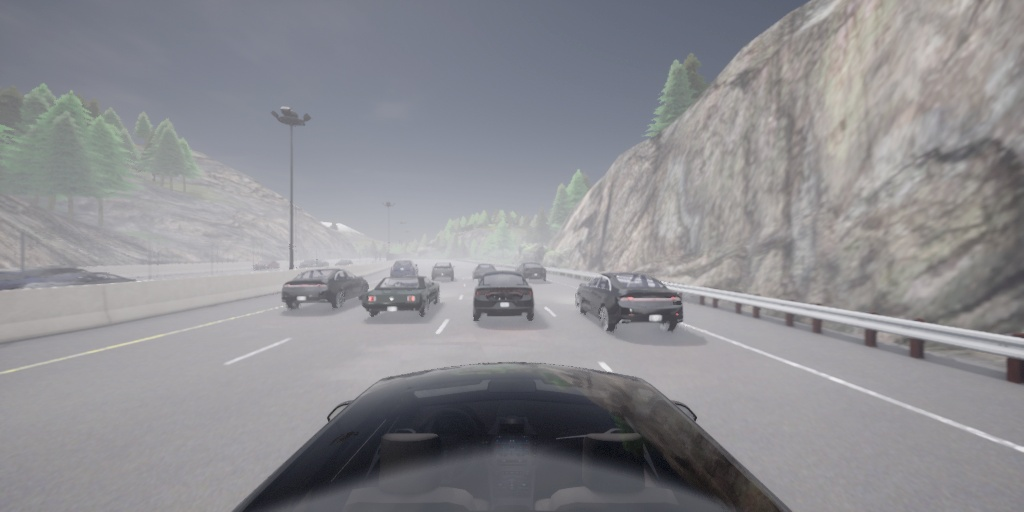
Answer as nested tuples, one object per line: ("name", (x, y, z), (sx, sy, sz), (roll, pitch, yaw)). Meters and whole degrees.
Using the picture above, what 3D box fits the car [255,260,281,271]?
("car", (-35.829, 1.355, 52.644), (1.882, 1.535, 5.008), (0, 0, -13))

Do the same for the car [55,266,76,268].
("car", (-25.740, 1.330, 19.649), (1.837, 1.490, 4.892), (0, 0, -7))

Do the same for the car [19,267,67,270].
("car", (-21.711, 1.336, 14.428), (1.812, 1.442, 4.674), (0, 0, -5))

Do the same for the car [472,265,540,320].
("car", (-0.352, 1.238, 12.679), (1.882, 1.535, 5.008), (0, 0, -3))

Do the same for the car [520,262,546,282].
("car", (1.437, 1.249, 29.158), (1.882, 1.535, 5.008), (0, 0, -8))

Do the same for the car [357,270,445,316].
("car", (-3.886, 1.370, 13.435), (1.895, 1.301, 4.718), (0, 0, -4))

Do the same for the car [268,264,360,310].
("car", (-7.535, 1.271, 14.953), (2.128, 1.511, 4.902), (0, 0, -4))

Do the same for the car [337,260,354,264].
("car", (-25.641, 1.334, 55.130), (1.882, 1.535, 5.008), (0, 0, -13))

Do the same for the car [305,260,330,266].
("car", (-29.042, 1.356, 54.314), (2.128, 1.511, 4.902), (0, 0, -13))

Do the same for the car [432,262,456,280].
("car", (-5.983, 1.282, 31.320), (2.128, 1.511, 4.902), (0, 0, -9))

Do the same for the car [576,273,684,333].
("car", (3.245, 1.242, 10.806), (2.128, 1.511, 4.902), (0, 0, -3))

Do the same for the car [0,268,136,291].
("car", (-18.270, 1.367, 15.060), (1.994, 1.385, 4.181), (0, 0, -5))

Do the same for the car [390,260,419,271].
("car", (-9.835, 1.153, 33.025), (2.097, 1.767, 4.553), (0, 0, -10))
